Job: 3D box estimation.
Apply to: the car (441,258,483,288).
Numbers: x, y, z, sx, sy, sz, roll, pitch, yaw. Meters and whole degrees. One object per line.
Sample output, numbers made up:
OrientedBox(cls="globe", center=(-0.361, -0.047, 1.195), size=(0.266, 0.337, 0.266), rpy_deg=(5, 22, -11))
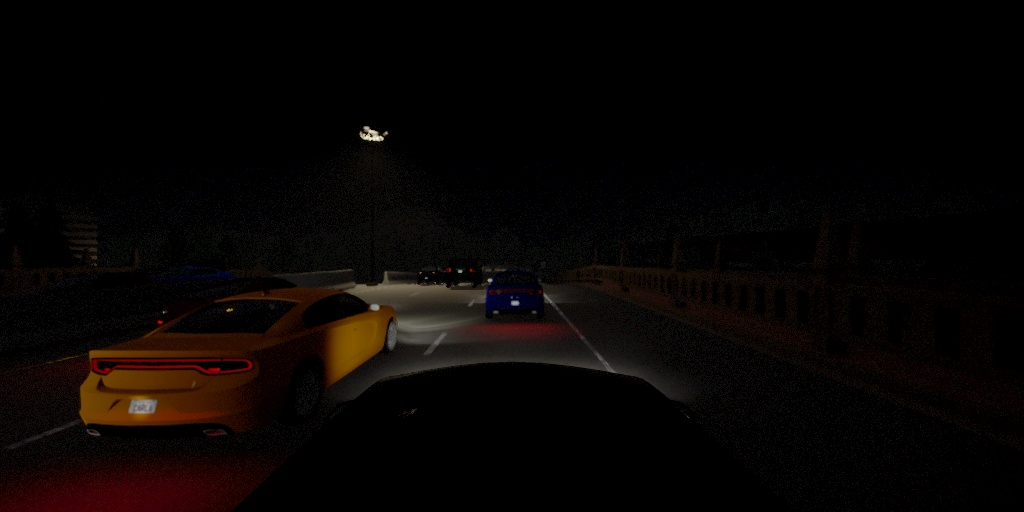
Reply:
OrientedBox(cls="car", center=(-3.408, 1.201, 26.298), size=(2.150, 2.045, 5.566), rpy_deg=(0, -2, 0))

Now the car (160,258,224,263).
OrientedBox(cls="car", center=(-21.107, 1.105, 23.078), size=(2.150, 2.045, 5.566), rpy_deg=(0, -1, 0))

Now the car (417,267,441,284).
OrientedBox(cls="car", center=(-6.911, 1.710, 31.405), size=(2.128, 1.511, 4.902), rpy_deg=(0, -3, 0))

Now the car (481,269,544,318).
OrientedBox(cls="car", center=(0.095, 1.268, 13.291), size=(1.882, 1.535, 5.008), rpy_deg=(0, 0, 0))

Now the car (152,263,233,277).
OrientedBox(cls="car", center=(-17.604, 1.297, 19.359), size=(1.882, 1.535, 5.008), rpy_deg=(0, -1, 0))

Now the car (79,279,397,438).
OrientedBox(cls="car", center=(-3.401, 1.242, 5.781), size=(1.882, 1.535, 5.008), rpy_deg=(0, 0, 0))

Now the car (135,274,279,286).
OrientedBox(cls="car", center=(-6.902, 1.304, 9.813), size=(1.812, 1.442, 4.674), rpy_deg=(0, 0, 0))

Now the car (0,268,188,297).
OrientedBox(cls="car", center=(-14.103, 1.311, 12.155), size=(1.812, 1.442, 4.674), rpy_deg=(0, 0, 0))
